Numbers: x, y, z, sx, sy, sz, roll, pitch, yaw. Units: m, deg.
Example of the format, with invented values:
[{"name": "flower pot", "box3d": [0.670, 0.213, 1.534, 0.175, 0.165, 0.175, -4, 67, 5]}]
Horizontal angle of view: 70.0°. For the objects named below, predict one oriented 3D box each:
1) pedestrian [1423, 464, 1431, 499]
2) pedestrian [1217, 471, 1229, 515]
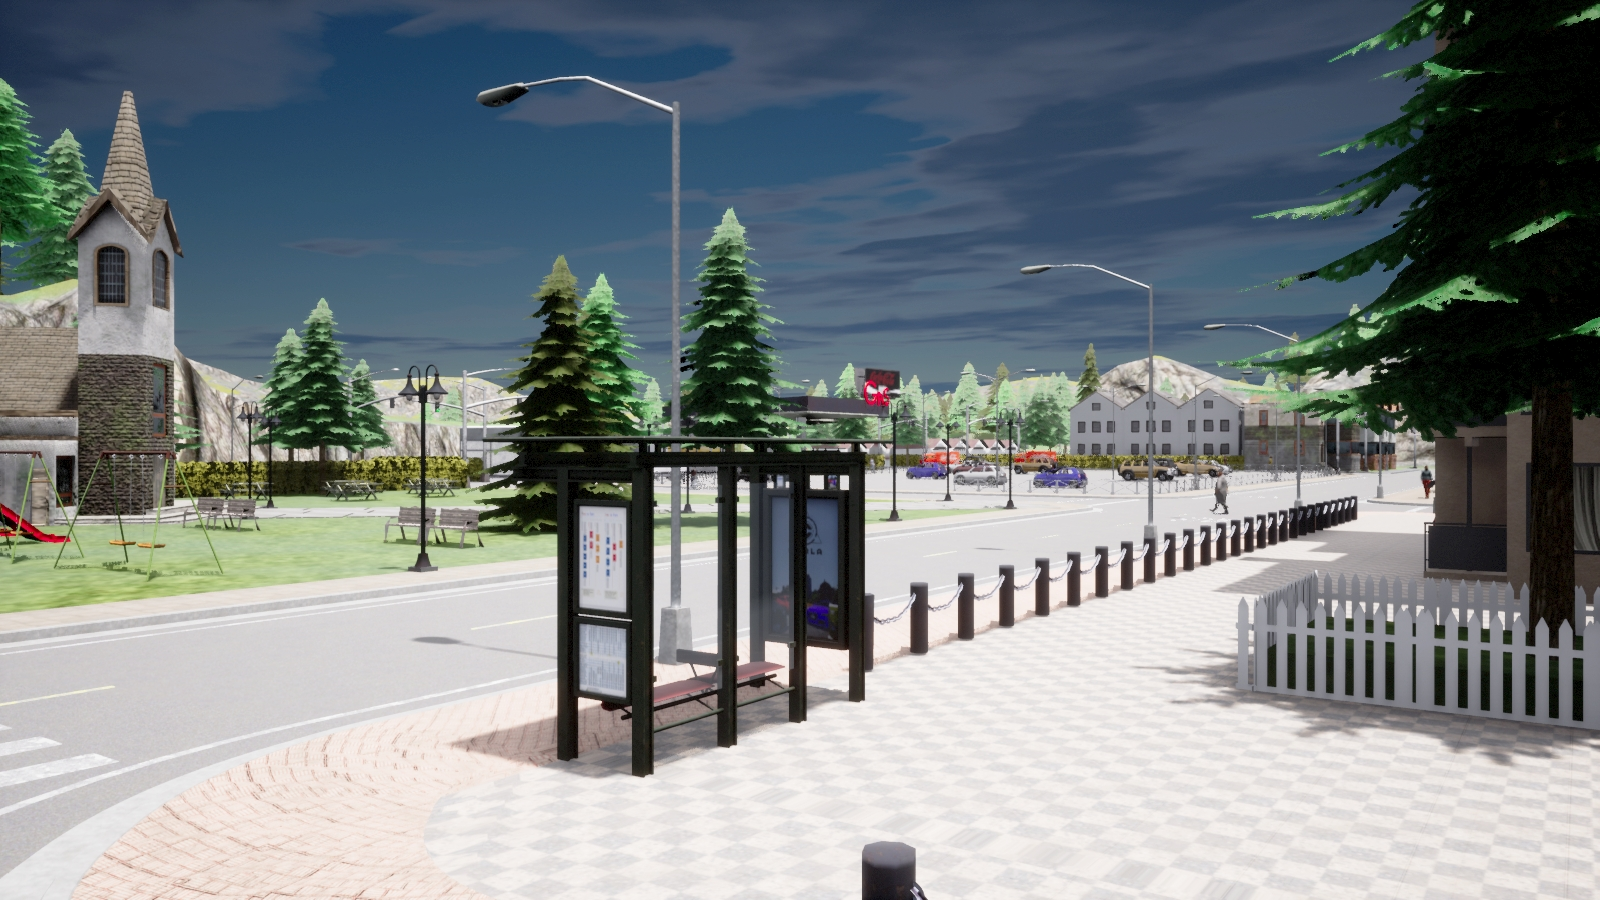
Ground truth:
[{"name": "pedestrian", "box3d": [33.357, 1.671, 60.778, 0.375, 1.860, 0.375, 0, 0, 30]}, {"name": "pedestrian", "box3d": [18.086, 1.820, 48.836, 0.375, 1.860, 0.375, 0, 0, -45]}]
